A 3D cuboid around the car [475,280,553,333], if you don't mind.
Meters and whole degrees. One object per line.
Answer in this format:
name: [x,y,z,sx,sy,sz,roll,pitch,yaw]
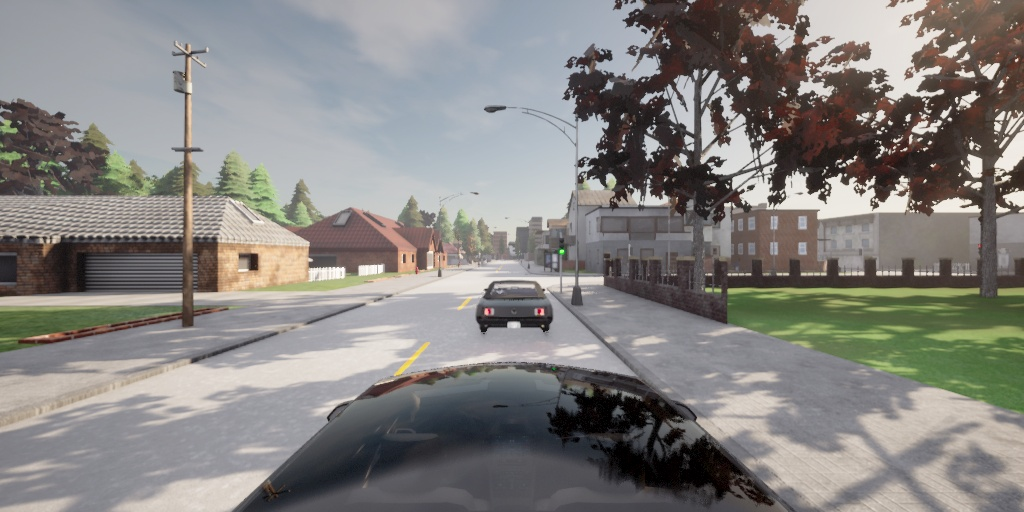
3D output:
car: [0.080,1.359,10.762,1.895,1.301,4.718,0,0,1]
